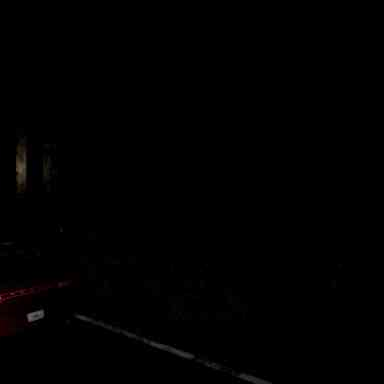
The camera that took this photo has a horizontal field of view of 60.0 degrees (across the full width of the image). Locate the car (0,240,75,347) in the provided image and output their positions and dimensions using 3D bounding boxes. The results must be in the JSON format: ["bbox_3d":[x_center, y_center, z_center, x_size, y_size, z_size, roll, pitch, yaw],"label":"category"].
[{"bbox_3d":[-3.900,1.507,5.749,4.507,1.381,1.887,0,0,36],"label":"car"}]
